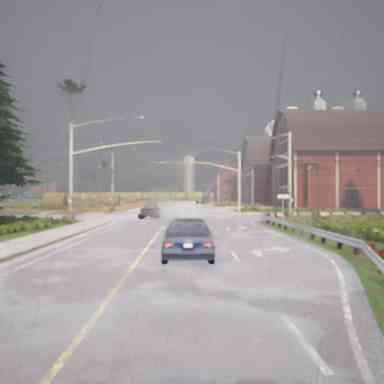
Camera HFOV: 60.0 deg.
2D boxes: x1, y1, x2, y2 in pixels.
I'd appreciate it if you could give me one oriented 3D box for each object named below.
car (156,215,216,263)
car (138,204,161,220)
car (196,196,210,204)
[{"bbox_3d":[-0.147,1.687,12.554,2.033,1.411,5.357,0,-1,-1],"label":"car"},{"bbox_3d":[-4.004,1.865,32.582,2.033,1.411,5.357,0,-1,-1],"label":"car"},{"bbox_3d":[2.751,2.069,83.986,1.905,1.878,3.866,-7,3,-43],"label":"car"}]
